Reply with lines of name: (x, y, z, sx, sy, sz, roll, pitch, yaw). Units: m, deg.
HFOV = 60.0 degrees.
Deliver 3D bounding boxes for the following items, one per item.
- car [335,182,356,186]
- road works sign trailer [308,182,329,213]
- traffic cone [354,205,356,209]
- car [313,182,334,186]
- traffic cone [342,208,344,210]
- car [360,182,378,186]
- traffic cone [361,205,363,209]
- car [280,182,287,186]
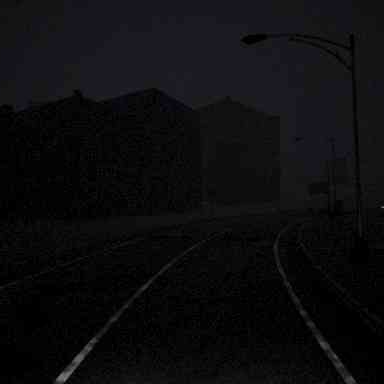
car: (37.900, -1.771, 83.888, 4.892, 1.521, 2.231, 0, -5, -2)
road works sign trailer: (15.525, 0.644, 40.310, 2.380, 3.560, 2.880, -5, -1, 43)
traffic cone: (24.402, 2.283, 49.868, 0.340, 0.580, 0.340, 0, -5, -42)
car: (32.382, -1.768, 83.732, 4.892, 1.521, 2.231, 0, -5, -2)
traffic cone: (21.419, 2.265, 47.203, 0.340, 0.580, 0.340, 0, -4, -42)
car: (43.442, -1.707, 84.142, 4.674, 1.452, 2.002, 0, -5, -3)
traffic cone: (25.065, 2.209, 49.125, 0.340, 0.580, 0.340, 0, -4, -42)
car: (21.444, -1.861, 83.450, 4.553, 1.767, 2.185, 0, -5, -2)
